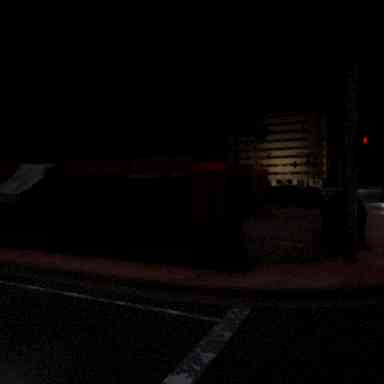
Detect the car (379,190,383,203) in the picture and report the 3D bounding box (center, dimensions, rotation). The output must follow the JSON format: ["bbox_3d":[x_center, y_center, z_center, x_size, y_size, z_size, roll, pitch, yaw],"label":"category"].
[{"bbox_3d":[22.350,0.409,37.483,1.812,1.442,4.674,0,2,24],"label":"car"}]
